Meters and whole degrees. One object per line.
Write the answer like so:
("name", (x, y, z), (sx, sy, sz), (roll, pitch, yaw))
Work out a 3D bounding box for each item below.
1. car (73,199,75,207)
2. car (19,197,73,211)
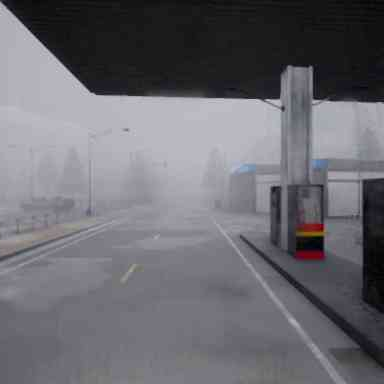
("car", (-16.518, 1.335, 40.258), (4.514, 1.523, 2.007), (0, 0, -1))
("car", (-16.447, 1.327, 37.122), (5.027, 1.636, 2.152), (0, 0, -1))
